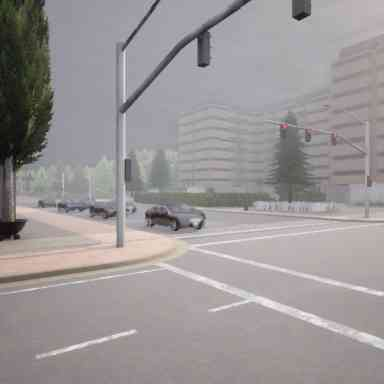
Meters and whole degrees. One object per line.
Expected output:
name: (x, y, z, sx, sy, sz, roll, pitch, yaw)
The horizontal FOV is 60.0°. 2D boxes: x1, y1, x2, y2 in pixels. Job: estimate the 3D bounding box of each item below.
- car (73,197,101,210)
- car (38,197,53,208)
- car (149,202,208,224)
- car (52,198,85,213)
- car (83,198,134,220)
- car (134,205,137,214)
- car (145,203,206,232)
car: (-13.890, 1.492, 43.919, 2.128, 1.511, 4.902, 0, 0, -36)
car: (-20.522, 1.505, 47.185, 1.837, 1.490, 4.892, 0, 0, -35)
car: (-1.196, 1.548, 26.308, 2.033, 1.411, 5.357, 0, 0, -36)
car: (-13.915, 1.548, 37.952, 2.033, 1.411, 5.357, 0, 0, -36)
car: (-7.356, 1.548, 28.856, 2.033, 1.411, 5.357, 0, 0, -36)
car: (-7.538, 1.492, 35.093, 2.128, 1.511, 4.902, 0, 0, -36)
car: (-1.172, 1.493, 20.195, 2.128, 1.511, 4.902, 0, 0, -34)
